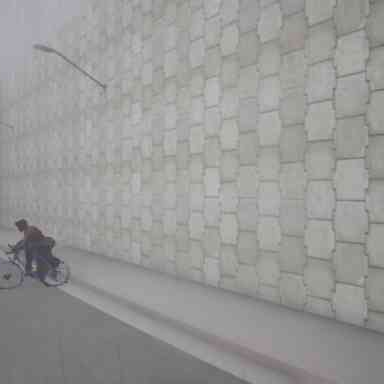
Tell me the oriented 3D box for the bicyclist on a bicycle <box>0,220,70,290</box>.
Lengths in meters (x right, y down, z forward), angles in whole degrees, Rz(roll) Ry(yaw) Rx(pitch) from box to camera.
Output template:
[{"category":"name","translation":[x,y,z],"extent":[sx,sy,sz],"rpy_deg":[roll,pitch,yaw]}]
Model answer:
[{"category":"bicyclist on a bicycle","translation":[-3.585,1.415,7.392],"extent":[1.656,1.620,0.582],"rpy_deg":[1,13,-16]}]

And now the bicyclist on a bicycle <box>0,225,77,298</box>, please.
[{"category":"bicyclist on a bicycle","translation":[-3.829,1.694,8.407],"extent":[1.656,0.582,1.620],"rpy_deg":[37,-5,-18]}]
